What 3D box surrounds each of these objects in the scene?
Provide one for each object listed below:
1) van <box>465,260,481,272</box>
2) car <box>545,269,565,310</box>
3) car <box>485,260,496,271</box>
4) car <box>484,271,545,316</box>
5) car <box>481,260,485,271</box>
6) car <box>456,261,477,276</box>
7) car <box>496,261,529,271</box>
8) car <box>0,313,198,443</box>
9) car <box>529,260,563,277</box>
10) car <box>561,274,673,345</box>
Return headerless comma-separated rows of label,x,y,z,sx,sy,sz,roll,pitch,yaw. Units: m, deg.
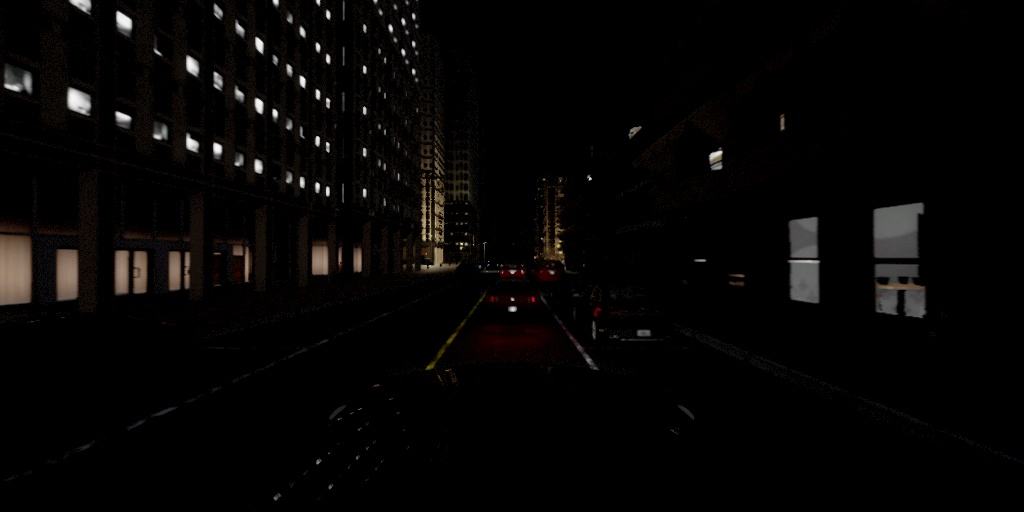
van,-5.675,1.436,49.040,1.690,1.789,3.998,0,0,0
car,2.694,1.410,15.147,1.948,1.339,4.313,0,0,0
car,-3.037,1.528,59.650,2.097,1.767,4.553,0,0,0
car,0.044,1.435,13.741,1.895,1.301,4.718,0,0,1
car,-5.673,1.689,54.689,2.007,1.370,4.403,0,0,0
car,-5.676,1.618,43.392,1.948,1.339,4.313,0,0,0
car,0.054,1.299,29.274,2.097,1.767,4.553,0,0,0
car,-5.689,1.347,3.853,1.802,1.307,4.207,0,0,0
car,2.699,1.241,26.444,2.192,1.841,5.009,0,0,0
car,2.692,1.355,9.499,2.007,1.370,4.403,0,0,0
